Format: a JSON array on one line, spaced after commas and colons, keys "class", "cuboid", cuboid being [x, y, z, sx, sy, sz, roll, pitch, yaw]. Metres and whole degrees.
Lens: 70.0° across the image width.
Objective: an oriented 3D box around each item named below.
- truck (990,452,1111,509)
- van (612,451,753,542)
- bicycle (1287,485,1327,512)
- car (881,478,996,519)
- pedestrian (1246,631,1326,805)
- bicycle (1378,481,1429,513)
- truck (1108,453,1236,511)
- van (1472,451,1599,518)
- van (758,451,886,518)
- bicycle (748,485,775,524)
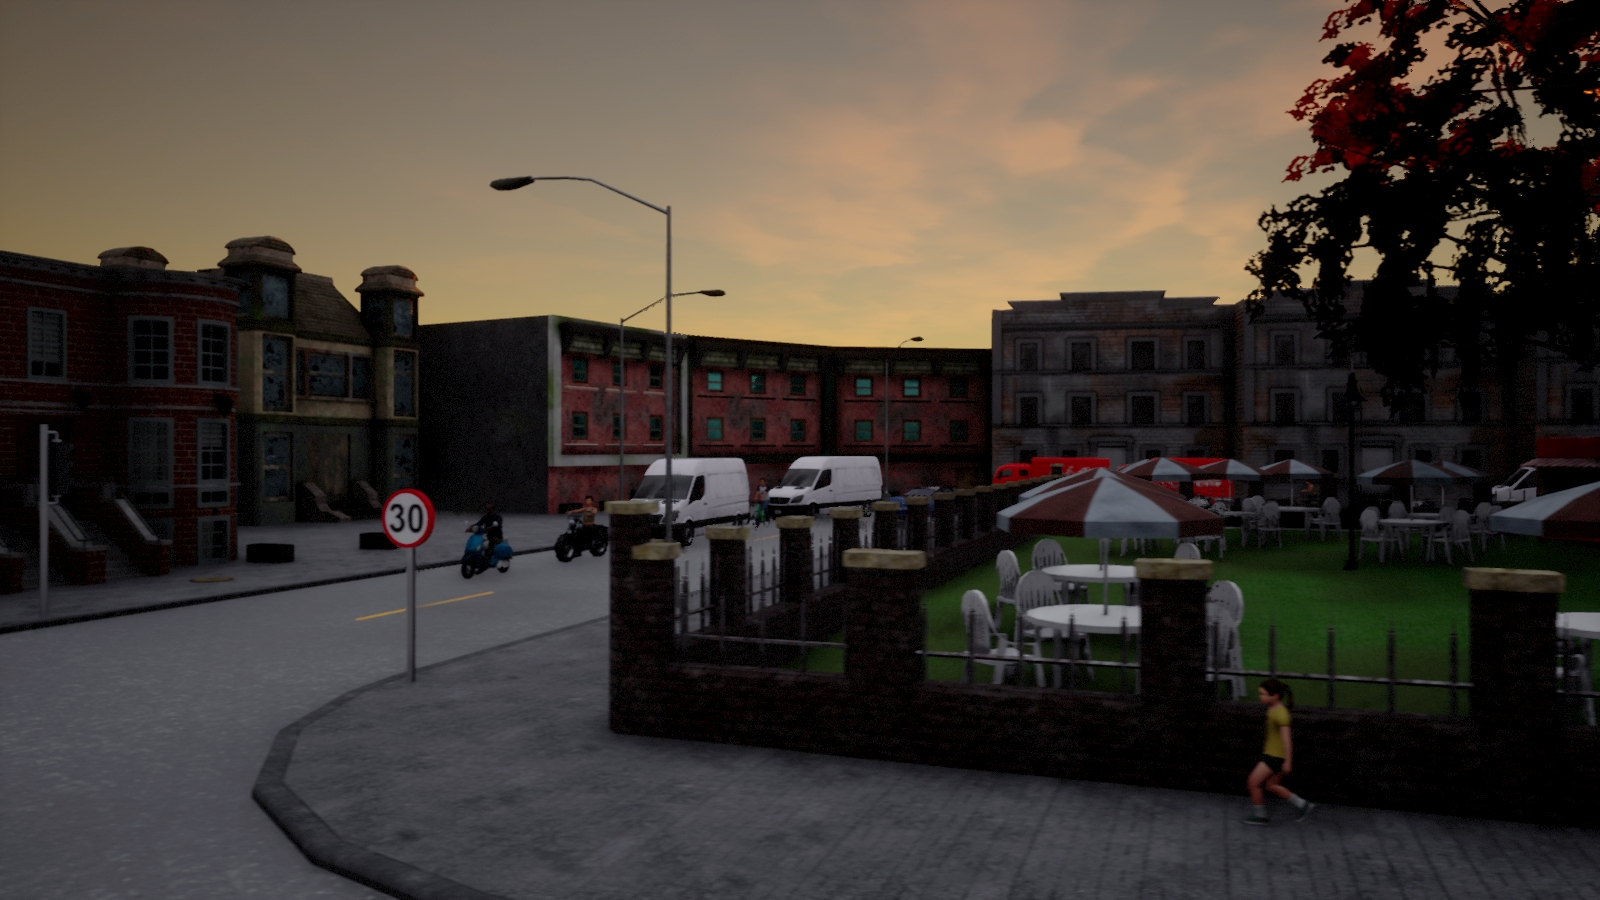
[{"class": "truck", "cuboid": [11.320, 1.351, 51.702, 5.204, 2.467, 2.627, 0, 0, 13]}, {"class": "van", "cuboid": [-3.477, 1.315, 35.280, 1.988, 2.561, 5.915, 0, 0, 20]}, {"class": "bicycle", "cuboid": [21.437, 2.037, 48.305, 1.487, 1.080, 0.859, 0, 0, 21]}, {"class": "car", "cuboid": [5.624, 1.888, 45.883, 2.033, 1.411, 5.357, 0, 0, 39]}, {"class": "pedestrian", "cuboid": [3.474, 1.896, 8.193, 0.500, 1.100, 0.500, 0, 0, 20]}, {"class": "bicycle", "cuboid": [24.894, 1.941, 47.132, 1.835, 1.271, 0.329, 0, 0, 20]}, {"class": "truck", "cuboid": [16.306, 1.349, 50.187, 5.204, 2.467, 2.627, 0, 0, 19]}, {"class": "van", "cuboid": [30.189, 1.316, 45.229, 5.915, 2.561, 1.988, 0, 0, 20]}, {"class": "van", "cuboid": [0.982, 1.317, 46.595, 1.988, 2.561, 5.915, 0, 0, 39]}, {"class": "bicycle", "cuboid": [-1.375, 1.937, 40.865, 0.373, 1.296, 1.643, 0, 0, 20]}]
